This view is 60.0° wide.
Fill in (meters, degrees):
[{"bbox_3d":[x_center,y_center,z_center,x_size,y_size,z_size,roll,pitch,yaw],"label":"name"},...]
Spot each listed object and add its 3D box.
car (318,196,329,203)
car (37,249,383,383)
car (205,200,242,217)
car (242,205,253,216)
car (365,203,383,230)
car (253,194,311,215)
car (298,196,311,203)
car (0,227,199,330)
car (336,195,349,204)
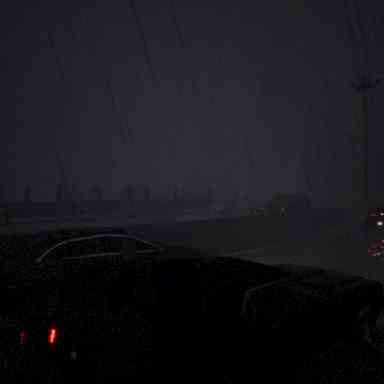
[{"bbox_3d":[26.673,1.411,67.283,1.994,1.385,4.181,-1,0,24],"label":"car"},{"bbox_3d":[0.708,1.591,4.498,4.718,1.301,1.895,0,0,-37],"label":"car"},{"bbox_3d":[3.171,1.508,31.406,1.812,1.442,4.674,0,0,39],"label":"car"},{"bbox_3d":[6.717,1.522,30.259,1.994,1.385,4.181,0,0,38],"label":"car"},{"bbox_3d":[11.671,1.418,19.587,1.837,1.490,4.892,0,0,42],"label":"car"},{"bbox_3d":[7.173,1.170,25.274,2.150,2.045,5.566,0,0,40],"label":"car"},{"bbox_3d":[22.570,1.449,66.690,2.033,1.411,5.357,-1,0,24],"label":"car"},{"bbox_3d":[-1.854,1.494,6.975,4.902,1.511,2.128,0,0,-37],"label":"car"},{"bbox_3d":[27.371,1.331,60.325,1.882,1.535,5.008,-1,0,25],"label":"car"}]
